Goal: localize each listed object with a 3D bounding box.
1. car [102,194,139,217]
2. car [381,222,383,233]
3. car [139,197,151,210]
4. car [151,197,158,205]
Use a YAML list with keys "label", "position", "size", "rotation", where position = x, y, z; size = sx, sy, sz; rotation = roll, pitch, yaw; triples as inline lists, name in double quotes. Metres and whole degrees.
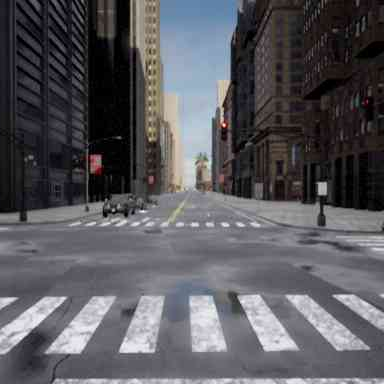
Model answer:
- label: "car"
  position: [-6.639, 1.184, 30.775]
  size: [2.150, 2.045, 5.566]
  rotation: [0, 0, 0]
- label: "car"
  position: [11.763, 1.582, 16.083]
  size: [4.674, 1.442, 1.812]
  rotation: [0, 1, 3]
- label: "car"
  position: [-6.645, 1.448, 40.880]
  size: [1.837, 1.490, 4.892]
  rotation: [0, 0, 0]
- label: "car"
  position: [-6.657, 1.478, 54.609]
  size: [1.994, 1.385, 4.181]
  rotation: [0, 0, 0]
